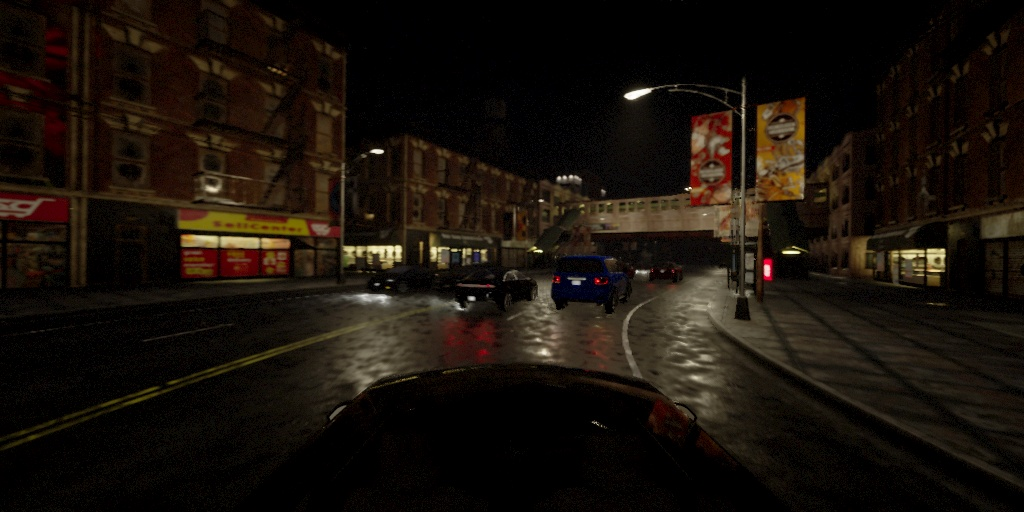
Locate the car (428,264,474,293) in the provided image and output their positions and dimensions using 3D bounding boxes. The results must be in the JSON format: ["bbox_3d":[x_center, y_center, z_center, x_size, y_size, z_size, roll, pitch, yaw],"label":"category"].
[{"bbox_3d":[-2.005,1.197,19.569,1.882,1.535,5.008,1,0,29],"label":"car"}]

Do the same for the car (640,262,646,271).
[{"bbox_3d":[19.569,1.556,54.052,1.994,1.385,4.181,1,0,33],"label":"car"}]

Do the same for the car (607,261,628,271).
[{"bbox_3d":[16.328,1.476,55.457,1.812,1.442,4.674,1,0,33],"label":"car"}]

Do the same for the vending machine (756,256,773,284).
[{"bbox_3d":[22.905,1.237,32.323,1.100,2.100,0.880,0,0,32],"label":"vending machine"}]

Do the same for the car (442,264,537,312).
[{"bbox_3d":[-0.442,1.233,14.313,2.128,1.511,4.902,1,0,22],"label":"car"}]

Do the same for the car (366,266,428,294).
[{"bbox_3d":[-5.847,1.234,19.659,1.994,1.385,4.181,1,0,26],"label":"car"}]

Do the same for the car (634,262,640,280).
[{"bbox_3d":[9.159,1.340,30.747,1.882,1.535,5.008,1,0,32],"label":"car"}]

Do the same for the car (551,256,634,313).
[{"bbox_3d":[3.352,1.012,14.547,2.150,2.045,5.566,0,0,26],"label":"car"}]

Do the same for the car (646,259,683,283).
[{"bbox_3d":[13.192,1.267,30.554,2.097,1.767,4.553,1,0,32],"label":"car"}]
